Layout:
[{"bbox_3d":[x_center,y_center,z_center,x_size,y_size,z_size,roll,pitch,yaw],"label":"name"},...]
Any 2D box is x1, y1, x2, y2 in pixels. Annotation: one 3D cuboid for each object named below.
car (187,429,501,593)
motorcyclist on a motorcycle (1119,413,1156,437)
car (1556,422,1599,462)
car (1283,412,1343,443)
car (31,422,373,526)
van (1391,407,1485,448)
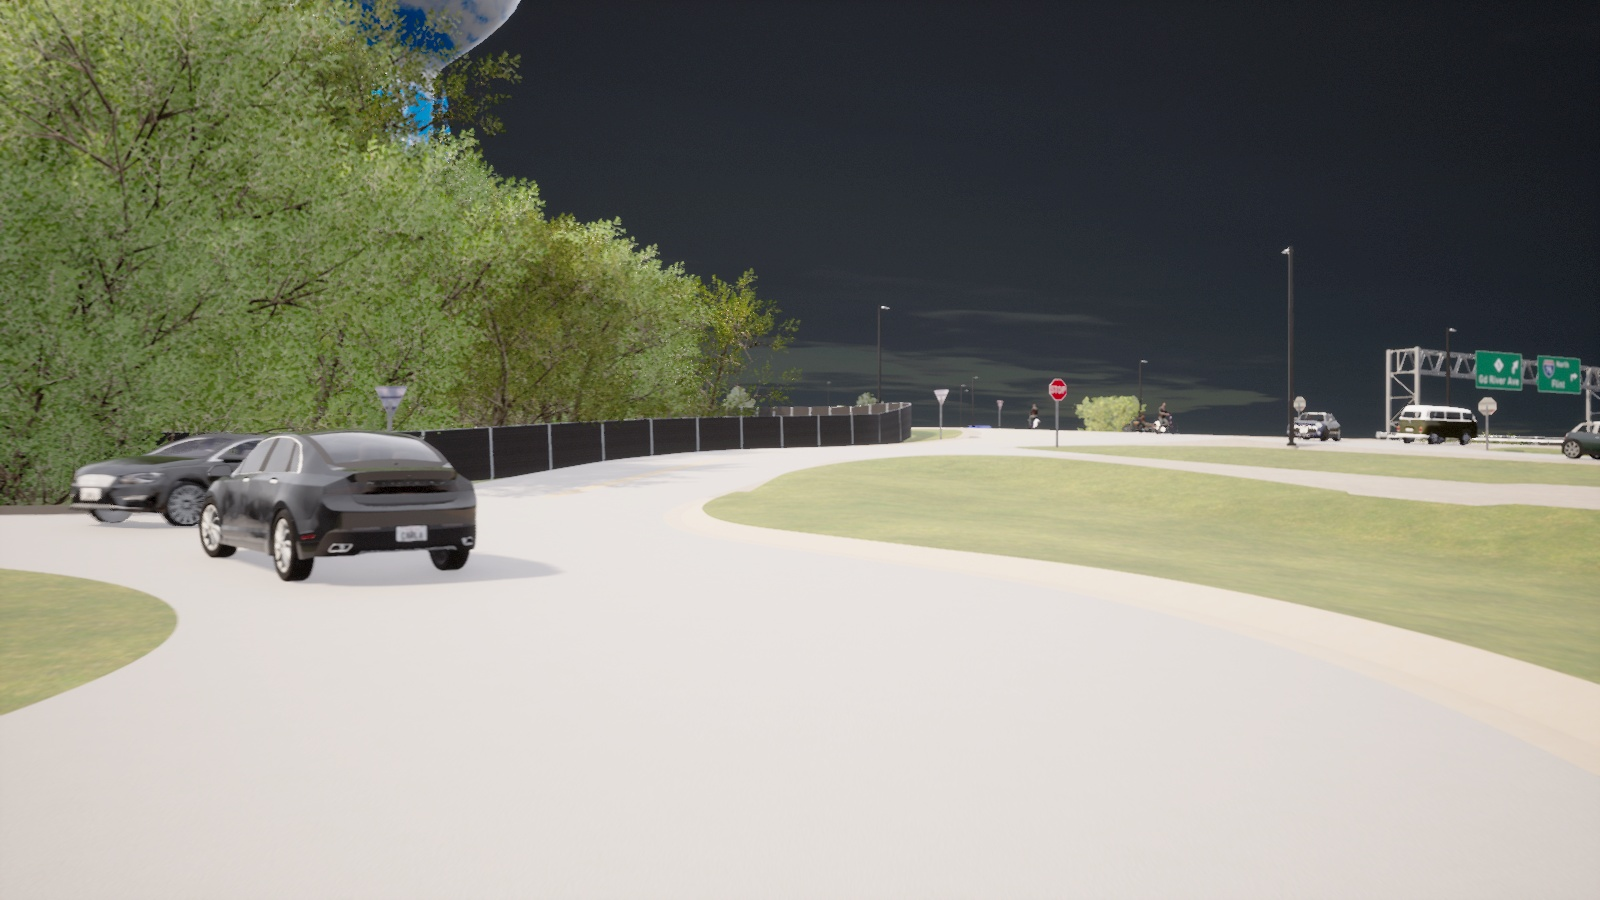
[{"bbox_3d":[-5.230,0.526,13.922,1.837,1.490,4.892,0,1,-38],"label":"car"},{"bbox_3d":[24.249,-1.807,90.266,2.350,1.649,0.766,2,0,28],"label":"motorcyclist on a motorcycle"},{"bbox_3d":[31.365,-0.254,47.897,1.970,1.475,3.806,1,2,-26],"label":"car"},{"bbox_3d":[26.727,-1.171,65.377,1.970,1.475,3.806,4,3,37],"label":"car"},{"bbox_3d":[-9.674,0.416,20.842,2.128,1.511,4.902,1,-2,23],"label":"car"},{"bbox_3d":[34.032,-1.201,66.975,4.480,2.038,2.069,1,3,-25],"label":"van"}]
